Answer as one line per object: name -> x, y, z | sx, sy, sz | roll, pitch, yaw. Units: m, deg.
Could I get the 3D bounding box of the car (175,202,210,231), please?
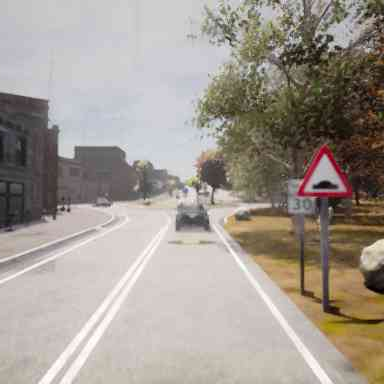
car -> 0.038, 1.448, 21.607 | 2.097, 1.767, 4.553 | 0, 0, 1

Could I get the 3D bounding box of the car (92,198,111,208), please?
car -> -12.873, 1.477, 47.088 | 1.994, 1.385, 4.181 | 1, 0, -25
